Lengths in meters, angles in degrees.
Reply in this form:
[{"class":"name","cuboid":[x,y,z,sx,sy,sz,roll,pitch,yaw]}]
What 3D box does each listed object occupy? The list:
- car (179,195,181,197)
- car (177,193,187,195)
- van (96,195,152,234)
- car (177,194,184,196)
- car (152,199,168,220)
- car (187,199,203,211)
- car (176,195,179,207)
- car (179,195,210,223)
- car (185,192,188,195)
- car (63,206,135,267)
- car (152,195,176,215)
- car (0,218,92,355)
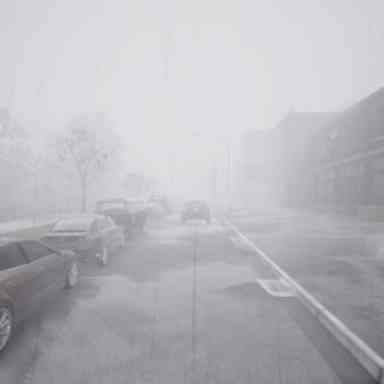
[{"class":"car","cuboid":[-3.275,1.571,50.315,2.097,1.535,5.008,0,0,3]},{"class":"car","cuboid":[-3.058,1.636,78.046,2.097,1.535,5.008,0,0,3]},{"class":"van","cuboid":[-3.530,1.295,17.169,1.878,1.987,4.442,0,0,3]},{"class":"car","cuboid":[-3.187,1.594,60.568,1.946,1.575,5.366,0,0,3]},{"class":"car","cuboid":[-3.449,1.574,28.139,2.002,1.452,4.674,0,0,1]},{"class":"car","cuboid":[0.419,1.618,42.885,1.994,1.385,4.181,0,0,0]},{"class":"car","cuboid":[-3.318,1.546,44.768,2.097,1.535,5.008,0,0,3]},{"class":"car","cuboid":[0.289,1.380,26.211,2.097,1.767,4.553,0,0,0]},{"class":"car","cuboid":[-2.988,1.380,86.999,2.435,2.045,5.566,0,0,3]},{"class":"car","cuboid":[-3.580,1.491,11.483,2.231,1.521,4.892,0,1,-1]},{"class":"car","cuboid":[-3.397,1.306,34.884,2.435,2.045,5.566,0,0,1]},{"class":"car","cuboid":[-3.624,1.514,5.972,2.163,1.488,4.792,0,1,-1]}]
